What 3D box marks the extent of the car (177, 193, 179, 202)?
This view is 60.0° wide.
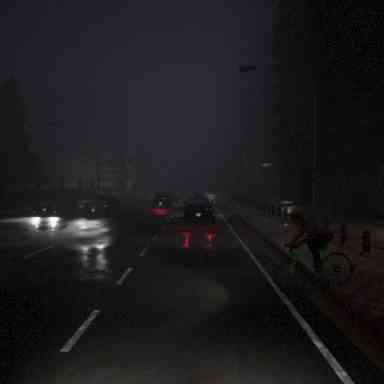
[{"bbox_3d":[-2.730,0.609,42.275,1.994,1.385,4.181,0,1,1],"label":"car"}]

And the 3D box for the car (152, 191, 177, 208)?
[{"bbox_3d":[-2.881,0.750,33.365,1.837,1.490,4.892,0,1,1],"label":"car"}]

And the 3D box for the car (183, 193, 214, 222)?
[{"bbox_3d":[0.414,1.047,21.217,1.812,1.442,4.674,0,1,1],"label":"car"}]

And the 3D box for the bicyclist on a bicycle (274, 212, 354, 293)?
[{"bbox_3d":[2.437,1.210,6.847,1.656,1.620,0.582,-9,1,1],"label":"bicyclist on a bicycle"}]

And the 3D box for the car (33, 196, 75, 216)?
[{"bbox_3d":[-10.124,0.996,24.900,1.994,1.385,4.181,0,1,1],"label":"car"}]

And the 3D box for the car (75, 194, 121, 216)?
[{"bbox_3d":[-6.623,0.927,24.881,2.128,1.511,4.902,0,1,1],"label":"car"}]

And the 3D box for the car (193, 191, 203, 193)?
[{"bbox_3d":[0.799,0.535,44.090,1.812,1.442,4.674,0,1,1],"label":"car"}]
